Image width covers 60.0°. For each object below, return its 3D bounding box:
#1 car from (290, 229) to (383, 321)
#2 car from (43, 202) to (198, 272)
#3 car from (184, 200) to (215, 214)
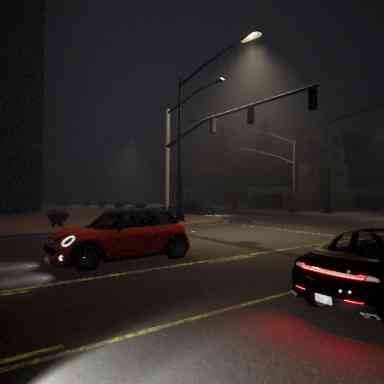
[{"bbox_3d":[4.080,1.503,6.715,4.902,1.511,2.128,0,0,-35],"label":"car"},{"bbox_3d":[-2.356,1.362,10.920,4.553,1.767,2.097,0,0,-36],"label":"car"},{"bbox_3d":[0.243,1.624,36.043,2.033,1.411,5.357,1,-1,-35],"label":"car"}]
